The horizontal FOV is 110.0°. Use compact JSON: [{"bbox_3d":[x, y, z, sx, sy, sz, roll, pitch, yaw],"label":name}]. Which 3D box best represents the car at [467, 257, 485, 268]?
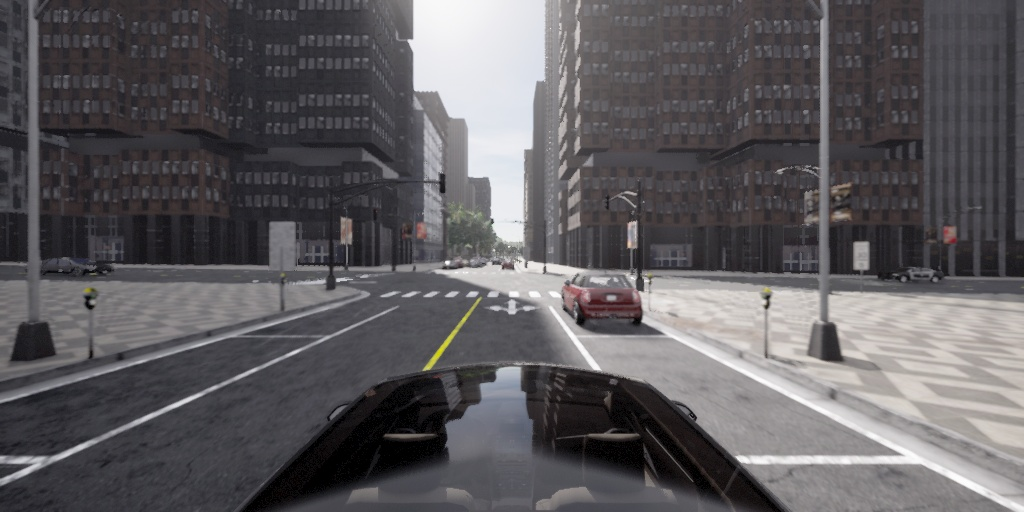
[{"bbox_3d":[-6.439,1.270,62.128,2.128,1.511,4.902,0,0,0],"label":"car"}]

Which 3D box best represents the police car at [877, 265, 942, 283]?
[{"bbox_3d":[39.002,1.759,35.269,5.238,1.638,1.930,1,0,0],"label":"police car"}]

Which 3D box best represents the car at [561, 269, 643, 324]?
[{"bbox_3d":[2.762,1.190,11.889,1.967,1.591,4.097,0,0,0],"label":"car"}]

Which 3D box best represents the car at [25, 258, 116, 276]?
[{"bbox_3d":[-34.750,0.835,28.267,5.357,1.411,2.033,1,0,0],"label":"car"}]

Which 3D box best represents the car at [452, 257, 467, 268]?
[{"bbox_3d":[-9.154,1.085,58.657,2.192,1.841,5.009,0,0,0],"label":"car"}]

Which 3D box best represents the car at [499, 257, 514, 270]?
[{"bbox_3d":[-0.595,1.198,53.281,1.967,1.591,4.097,0,0,0],"label":"car"}]

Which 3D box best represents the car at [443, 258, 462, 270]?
[{"bbox_3d":[-9.120,1.324,53.231,1.948,1.339,4.313,0,0,0],"label":"car"}]
